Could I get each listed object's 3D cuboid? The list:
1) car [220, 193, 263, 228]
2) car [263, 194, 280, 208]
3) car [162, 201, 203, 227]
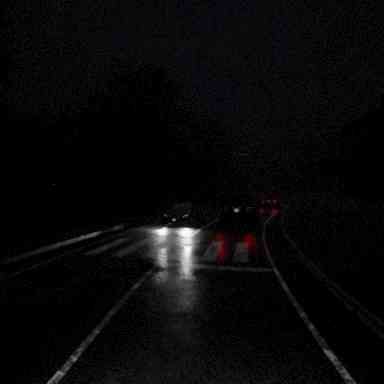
[{"bbox_3d":[3.200,1.113,21.569,2.150,2.045,5.566,1,1,14],"label":"car"},{"bbox_3d":[9.900,1.087,41.537,1.801,1.575,5.366,1,2,20],"label":"car"},{"bbox_3d":[-0.510,1.358,22.034,1.812,1.442,4.674,1,1,14],"label":"car"}]
